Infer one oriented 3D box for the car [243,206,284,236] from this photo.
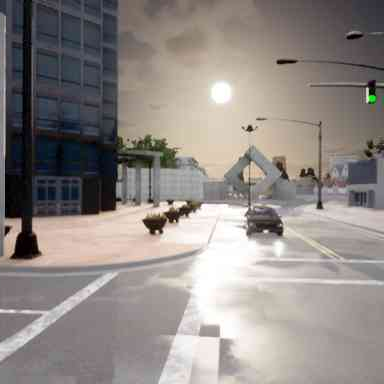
[{"bbox_3d":[3.848,1.504,18.551,2.033,1.411,5.357,0,0,7],"label":"car"}]
